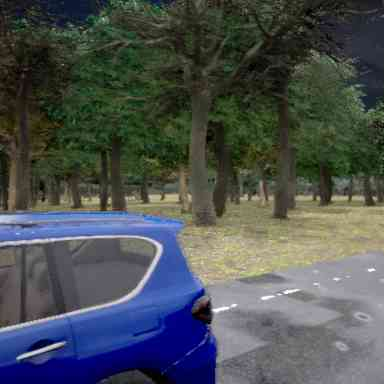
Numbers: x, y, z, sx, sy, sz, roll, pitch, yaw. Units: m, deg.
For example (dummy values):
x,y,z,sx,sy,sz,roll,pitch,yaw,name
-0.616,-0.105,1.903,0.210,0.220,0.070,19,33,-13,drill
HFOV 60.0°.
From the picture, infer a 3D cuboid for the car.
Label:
x,y,z,sx,sy,sz,roll,pitch,yaw,name
-2.362,1.218,2.307,5.566,2.045,2.150,0,0,-36,car
